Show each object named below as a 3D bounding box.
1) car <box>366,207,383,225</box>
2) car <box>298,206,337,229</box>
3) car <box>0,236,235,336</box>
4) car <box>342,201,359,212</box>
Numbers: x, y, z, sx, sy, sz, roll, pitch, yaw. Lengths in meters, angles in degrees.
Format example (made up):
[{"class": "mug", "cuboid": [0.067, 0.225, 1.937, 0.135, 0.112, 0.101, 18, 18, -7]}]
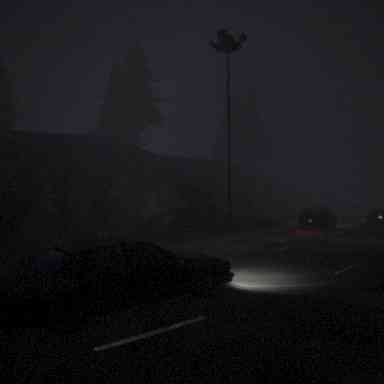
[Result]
[{"class": "car", "cuboid": [14.760, 1.841, 25.986, 1.994, 1.385, 4.181, -1, -1, 30]}, {"class": "car", "cuboid": [9.201, 1.768, 24.114, 1.882, 1.535, 5.008, 0, -1, 33]}, {"class": "car", "cuboid": [-1.565, 1.667, 6.965, 5.357, 1.411, 2.033, 0, -1, -38]}, {"class": "car", "cuboid": [22.451, 2.056, 47.167, 1.812, 1.442, 4.674, -1, -1, 29]}]
